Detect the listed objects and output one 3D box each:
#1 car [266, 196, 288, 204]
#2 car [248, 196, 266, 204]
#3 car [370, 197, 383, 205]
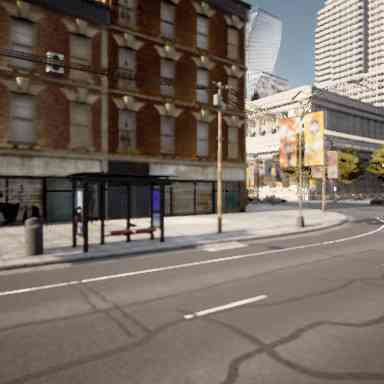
[{"bbox_3d":[15.599,1.474,63.190,2.033,1.411,5.357,0,0,-32],"label":"car"},{"bbox_3d":[11.090,1.410,63.662,1.882,1.535,5.008,0,0,-35],"label":"car"},{"bbox_3d":[30.732,1.432,53.129,2.002,1.452,4.674,0,0,-16],"label":"car"}]
